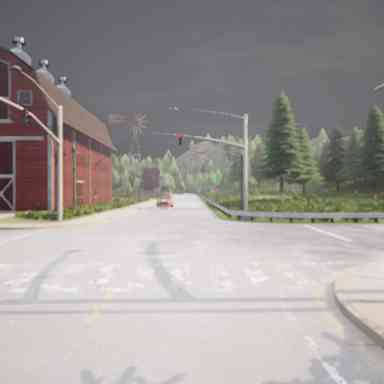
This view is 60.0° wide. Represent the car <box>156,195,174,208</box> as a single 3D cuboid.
[{"bbox_3d":[-3.546,1.146,43.853,2.097,1.767,4.553,0,0,0],"label":"car"}]
